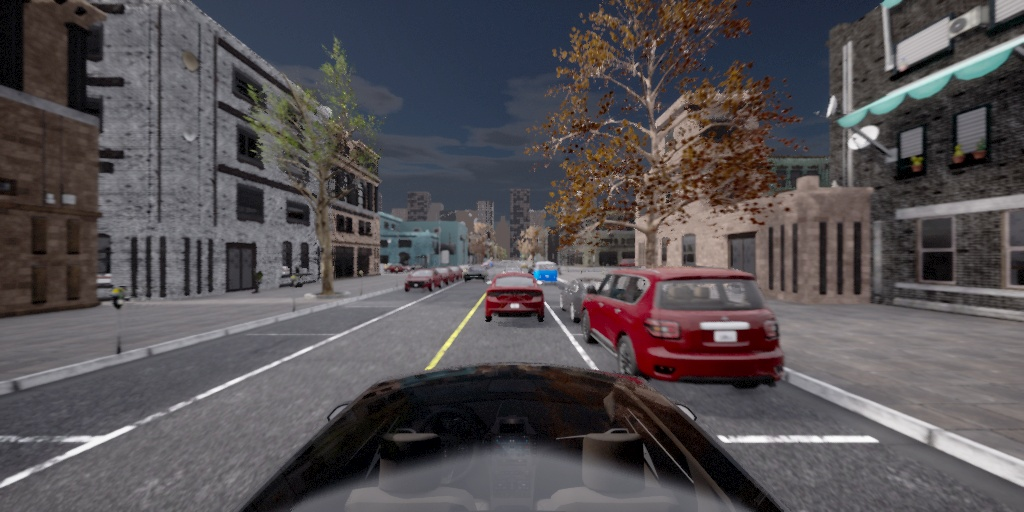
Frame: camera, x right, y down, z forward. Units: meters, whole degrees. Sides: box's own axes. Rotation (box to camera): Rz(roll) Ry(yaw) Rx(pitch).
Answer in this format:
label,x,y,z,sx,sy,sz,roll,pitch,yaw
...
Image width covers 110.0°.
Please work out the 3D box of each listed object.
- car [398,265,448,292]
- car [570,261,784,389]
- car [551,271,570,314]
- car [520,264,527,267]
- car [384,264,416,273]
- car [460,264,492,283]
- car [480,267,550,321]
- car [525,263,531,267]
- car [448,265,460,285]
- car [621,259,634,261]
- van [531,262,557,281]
label,x,y,z,sx,sy,sz,roll,pitch,yaw
car,-5.690,1.516,23.515,1.888,1.381,4.507,0,0,0
car,2.693,1.118,6.885,2.192,1.841,5.009,0,0,0
car,2.692,1.410,12.429,2.007,1.370,4.403,0,0,0
car,0.093,1.654,31.655,1.895,1.301,4.718,0,-1,0
car,-18.078,1.989,57.672,4.097,1.591,1.967,0,0,-1
car,-3.102,1.654,31.672,1.895,1.301,4.718,0,-1,0
car,0.090,1.342,13.012,1.882,1.535,5.008,0,-1,0
car,2.688,1.705,40.148,1.948,1.339,4.313,0,0,0
car,-5.692,1.572,29.060,1.888,1.381,4.507,0,0,0
car,19.939,1.419,58.330,5.009,1.841,2.192,0,0,-1
van,2.690,1.369,29.061,1.690,1.789,3.998,0,0,0
